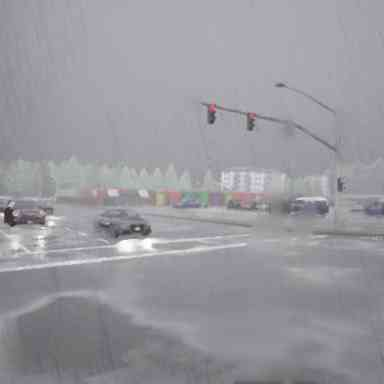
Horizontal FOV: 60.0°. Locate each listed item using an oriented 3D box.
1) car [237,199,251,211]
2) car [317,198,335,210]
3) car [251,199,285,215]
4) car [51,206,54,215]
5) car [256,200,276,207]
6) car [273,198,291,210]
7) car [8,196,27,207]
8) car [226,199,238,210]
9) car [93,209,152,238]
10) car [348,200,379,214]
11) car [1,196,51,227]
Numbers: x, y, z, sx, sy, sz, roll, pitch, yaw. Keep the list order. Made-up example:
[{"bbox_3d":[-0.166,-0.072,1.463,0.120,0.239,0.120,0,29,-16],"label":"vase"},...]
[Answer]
[{"bbox_3d":[9.146,2.029,49.617,3.905,1.438,1.784,1,-1,-35],"label":"car"},{"bbox_3d":[30.922,2.403,75.154,3.866,1.878,1.905,1,-1,-35],"label":"car"},{"bbox_3d":[10.818,2.060,47.253,3.806,1.475,1.970,1,-1,-35],"label":"car"},{"bbox_3d":[-16.017,1.695,35.096,1.895,1.301,4.718,1,-1,-36],"label":"car"},{"bbox_3d":[15.013,2.300,67.411,3.905,1.438,1.784,1,-1,-35],"label":"car"},{"bbox_3d":[16.638,2.088,65.013,4.605,1.855,1.932,1,-1,-35],"label":"car"},{"bbox_3d":[-25.432,1.314,48.368,1.837,1.490,4.892,1,-1,-36],"label":"car"},{"bbox_3d":[7.557,1.818,51.780,4.605,1.855,1.932,1,-1,-35],"label":"car"},{"bbox_3d":[-3.874,1.658,18.238,1.994,1.385,4.181,1,-1,-36],"label":"car"},{"bbox_3d":[26.474,2.329,51.273,3.806,1.475,1.970,1,-1,-35],"label":"car"},{"bbox_3d":[-11.755,1.384,23.342,2.097,1.767,4.553,1,-1,-36],"label":"car"}]
